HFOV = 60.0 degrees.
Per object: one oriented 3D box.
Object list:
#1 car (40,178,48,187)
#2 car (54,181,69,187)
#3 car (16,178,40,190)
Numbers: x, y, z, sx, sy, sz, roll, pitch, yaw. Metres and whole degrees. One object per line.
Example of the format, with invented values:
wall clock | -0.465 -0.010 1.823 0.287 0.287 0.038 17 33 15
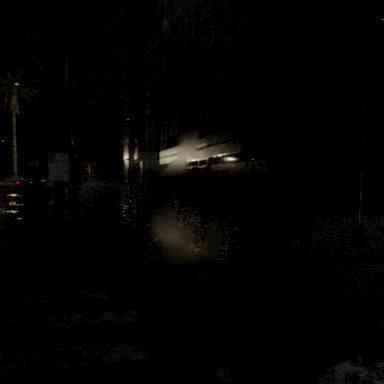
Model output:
car | -24.575 -1.595 53.649 1.994 1.385 4.181 1 3 -16
car | -21.457 -1.539 54.565 1.994 1.385 4.181 1 3 -16
car | -21.763 -1.108 43.758 1.812 1.442 4.674 1 3 -16
